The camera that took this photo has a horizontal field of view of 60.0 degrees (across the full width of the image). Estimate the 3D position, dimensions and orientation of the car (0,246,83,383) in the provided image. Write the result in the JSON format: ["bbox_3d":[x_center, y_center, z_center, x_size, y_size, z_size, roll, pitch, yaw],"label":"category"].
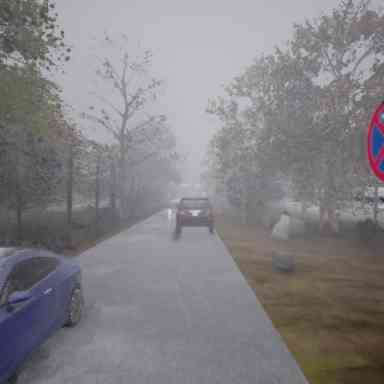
[{"bbox_3d":[-2.848,1.529,4.305,1.812,1.442,4.674,0,0,0],"label":"car"}]

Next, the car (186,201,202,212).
[{"bbox_3d":[0.231,1.845,42.774,1.895,1.301,4.718,0,0,0],"label":"car"}]

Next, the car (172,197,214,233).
[{"bbox_3d":[0.157,1.305,20.388,2.150,2.045,5.566,0,-1,0],"label":"car"}]

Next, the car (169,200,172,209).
[{"bbox_3d":[-2.572,1.836,52.086,1.812,1.442,4.674,0,-1,1],"label":"car"}]
